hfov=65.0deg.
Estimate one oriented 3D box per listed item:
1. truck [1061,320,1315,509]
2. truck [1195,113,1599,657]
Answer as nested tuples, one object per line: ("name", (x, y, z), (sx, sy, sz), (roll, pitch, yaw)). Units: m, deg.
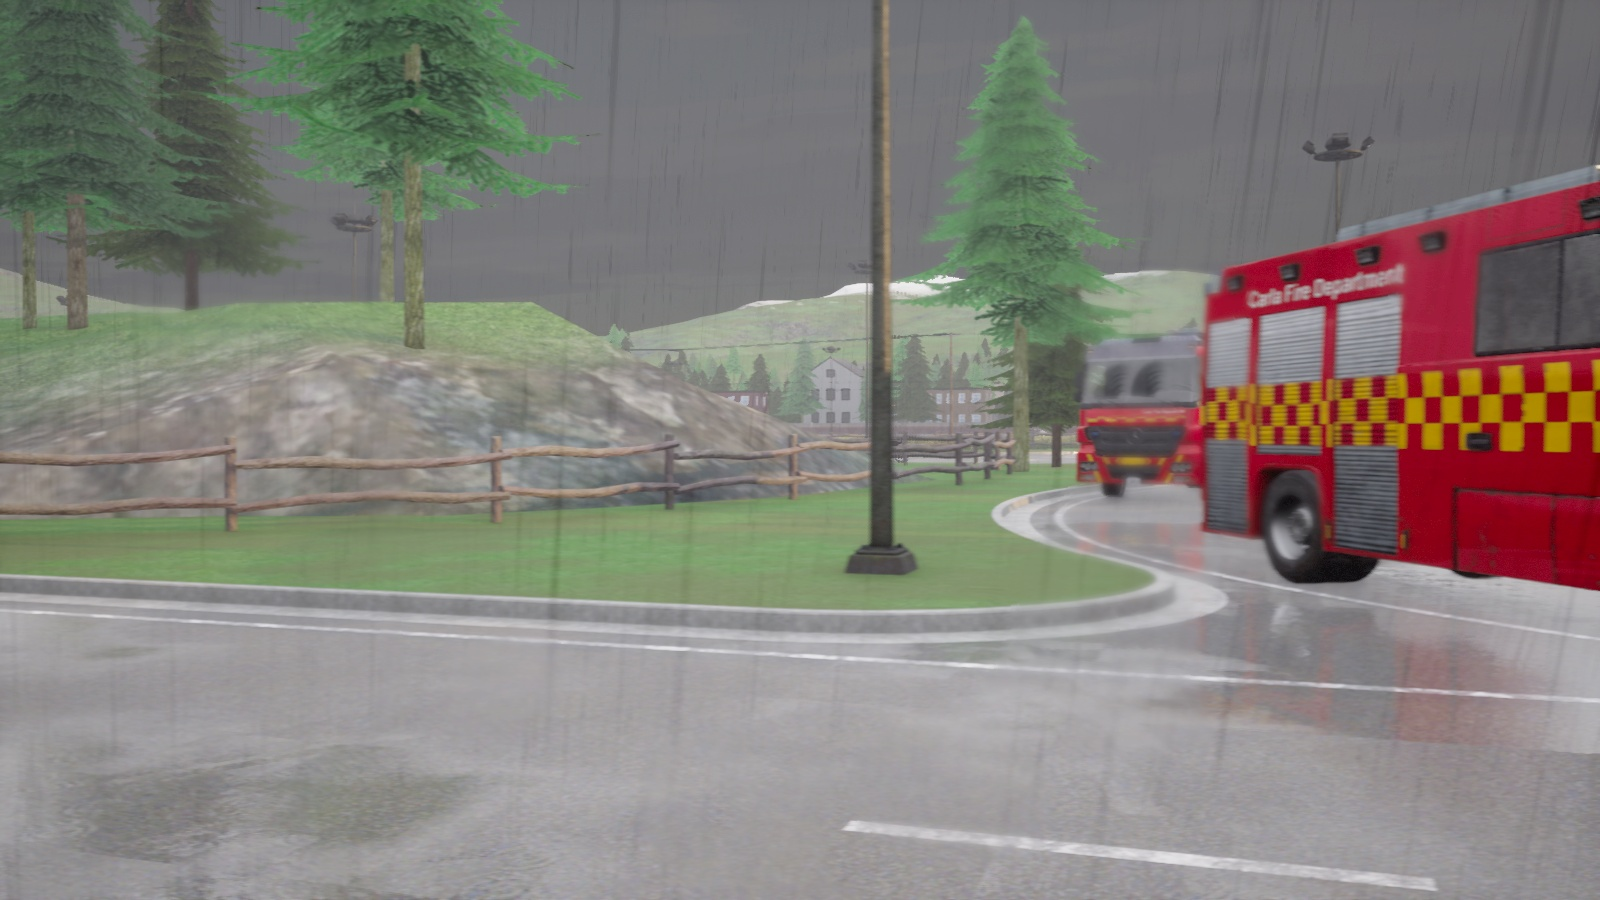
("truck", (9.415, -0.778, 29.683), (2.891, 3.827, 8.468), (1, 1, 38))
("truck", (6.786, -0.479, 10.385), (2.891, 3.827, 8.468), (0, 1, -12))
